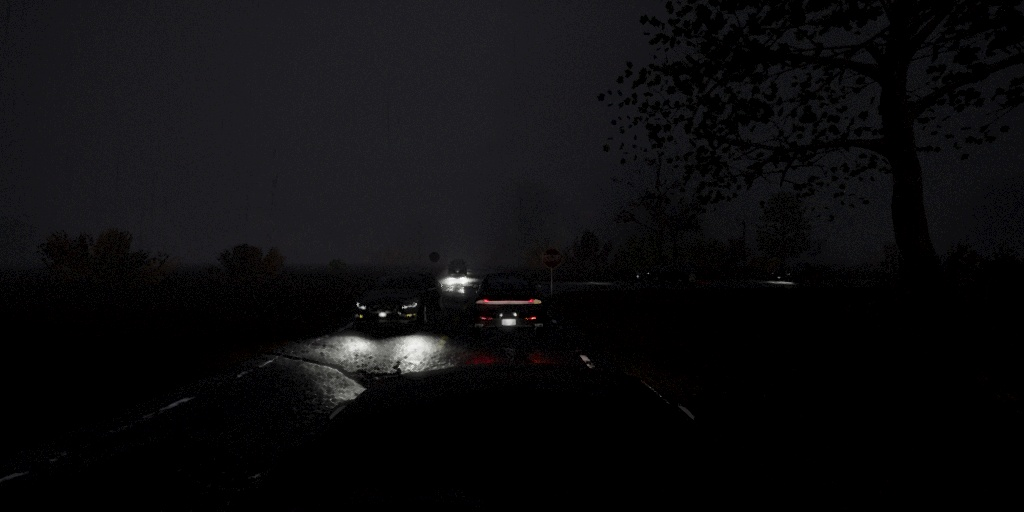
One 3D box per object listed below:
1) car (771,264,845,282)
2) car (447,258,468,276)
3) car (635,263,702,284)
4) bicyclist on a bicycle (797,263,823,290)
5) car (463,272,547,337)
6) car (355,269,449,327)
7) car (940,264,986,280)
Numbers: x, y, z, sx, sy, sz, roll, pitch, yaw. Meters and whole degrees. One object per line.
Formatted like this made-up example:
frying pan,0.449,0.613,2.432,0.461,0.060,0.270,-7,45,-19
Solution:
car,23.997,1.349,29.119,5.357,1.411,2.033,0,0,-9
car,-5.565,1.232,36.960,2.128,1.511,4.902,0,0,-8
car,11.848,1.269,27.227,4.902,1.511,2.128,0,0,-9
bicyclist on a bicycle,18.050,1.232,21.769,0.582,1.620,1.656,0,0,-9
car,-0.133,1.241,10.339,2.128,1.511,4.902,0,0,-2
car,-3.417,1.253,11.628,1.837,1.490,4.892,0,0,-2
car,38.347,1.373,31.328,5.357,1.411,2.033,0,0,-9
